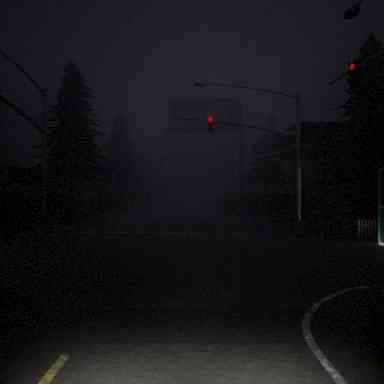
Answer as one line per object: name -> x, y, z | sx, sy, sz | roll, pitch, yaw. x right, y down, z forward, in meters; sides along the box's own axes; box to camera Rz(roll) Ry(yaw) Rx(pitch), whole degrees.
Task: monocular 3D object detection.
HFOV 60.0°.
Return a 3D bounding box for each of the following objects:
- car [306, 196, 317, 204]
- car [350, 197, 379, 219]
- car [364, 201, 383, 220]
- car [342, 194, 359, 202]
car -> 22.585, 1.552, 63.957 | 1.970, 1.475, 3.806 | 0, 0, 0
car -> 14.400, 1.505, 24.900 | 3.866, 1.878, 1.905 | 0, 0, 0
car -> 18.734, 1.672, 30.565 | 4.611, 1.667, 2.242 | 0, 0, 0
car -> 34.998, 1.489, 71.732 | 2.007, 1.523, 4.514 | 0, 0, 0
